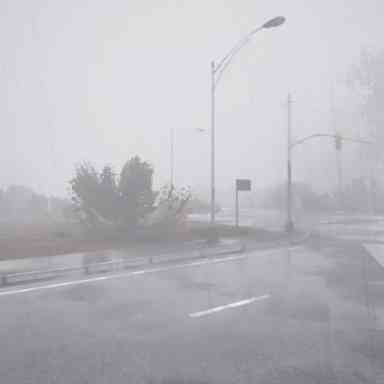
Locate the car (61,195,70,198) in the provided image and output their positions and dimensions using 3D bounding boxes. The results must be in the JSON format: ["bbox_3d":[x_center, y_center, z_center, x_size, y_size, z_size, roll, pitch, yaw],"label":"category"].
[{"bbox_3d":[-29.938,1.537,81.219,1.994,1.385,4.181,0,0,-37],"label":"car"}]

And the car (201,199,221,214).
[{"bbox_3d":[1.082,1.492,35.995,1.837,1.490,4.892,0,0,-39],"label":"car"}]

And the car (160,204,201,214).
[{"bbox_3d":[-1.441,1.554,33.548,1.994,1.385,4.181,0,0,-39],"label":"car"}]
